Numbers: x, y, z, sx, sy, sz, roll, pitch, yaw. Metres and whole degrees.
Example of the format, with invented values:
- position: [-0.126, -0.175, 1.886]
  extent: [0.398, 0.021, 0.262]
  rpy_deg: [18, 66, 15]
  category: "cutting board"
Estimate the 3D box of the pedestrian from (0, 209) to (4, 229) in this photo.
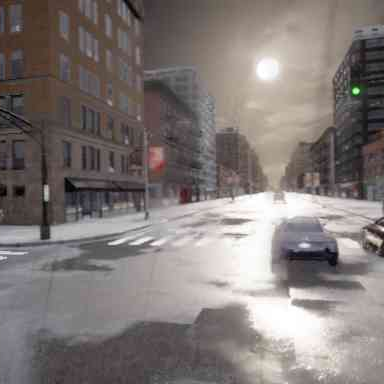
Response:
- position: [-9.723, 1.450, 16.458]
  extent: [0.375, 1.860, 0.375]
  rpy_deg: [-1, 0, 14]
  category: "pedestrian"

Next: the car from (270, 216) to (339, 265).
- position: [3.735, 1.506, 11.546]
  extent: [1.994, 1.385, 4.181]
  rpy_deg: [-1, 0, 14]
  category: "car"

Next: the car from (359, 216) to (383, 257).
- position: [6.903, 1.425, 10.818]
  extent: [1.994, 1.385, 4.181]
  rpy_deg: [-1, 0, 14]
  category: "car"

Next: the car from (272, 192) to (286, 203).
- position: [15.921, 0.980, 60.754]
  extent: [2.150, 2.045, 5.566]
  rpy_deg: [-1, 0, 14]
  category: "car"
